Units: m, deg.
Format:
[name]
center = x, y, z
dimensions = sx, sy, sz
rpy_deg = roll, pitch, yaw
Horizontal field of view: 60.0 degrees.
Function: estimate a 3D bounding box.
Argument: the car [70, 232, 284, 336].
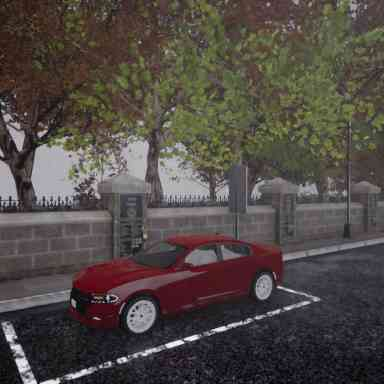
[car]
center = -0.077, 1.545, 6.663
dimensions = 4.507, 1.381, 1.887
rpy_deg = 0, 0, -36
